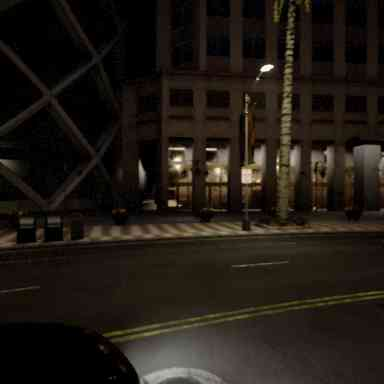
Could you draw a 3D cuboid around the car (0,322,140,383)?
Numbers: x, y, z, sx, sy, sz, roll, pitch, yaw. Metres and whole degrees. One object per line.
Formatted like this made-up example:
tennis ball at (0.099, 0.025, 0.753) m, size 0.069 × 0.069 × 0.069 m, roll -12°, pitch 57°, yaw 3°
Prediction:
car at (-2.664, 1.498, 1.921) m, size 4.892 × 1.490 × 1.837 m, roll 2°, pitch -1°, yaw -32°
